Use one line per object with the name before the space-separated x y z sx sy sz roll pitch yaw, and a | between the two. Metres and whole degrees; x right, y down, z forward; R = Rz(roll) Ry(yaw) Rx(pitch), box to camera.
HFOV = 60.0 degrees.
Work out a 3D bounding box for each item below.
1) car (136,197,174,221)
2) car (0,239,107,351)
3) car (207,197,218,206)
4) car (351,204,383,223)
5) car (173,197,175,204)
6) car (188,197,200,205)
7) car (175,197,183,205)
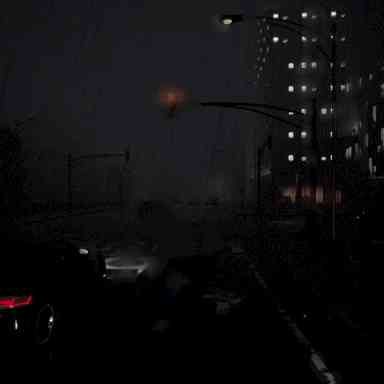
car | -3.294 1.440 27.297 1.882 1.535 5.008 -1 0 -21
car | -3.024 1.563 6.236 1.994 1.385 4.181 0 0 1
car | 3.387 1.543 54.357 2.033 1.411 5.357 0 0 5
car | 13.746 1.447 23.064 4.718 1.301 1.895 0 0 2
car | -4.052 1.484 45.217 2.128 1.511 4.902 0 0 5
car | 0.370 1.596 57.427 1.895 1.301 4.718 0 0 5
car | -2.813 1.543 60.538 2.033 1.411 5.357 0 0 5
